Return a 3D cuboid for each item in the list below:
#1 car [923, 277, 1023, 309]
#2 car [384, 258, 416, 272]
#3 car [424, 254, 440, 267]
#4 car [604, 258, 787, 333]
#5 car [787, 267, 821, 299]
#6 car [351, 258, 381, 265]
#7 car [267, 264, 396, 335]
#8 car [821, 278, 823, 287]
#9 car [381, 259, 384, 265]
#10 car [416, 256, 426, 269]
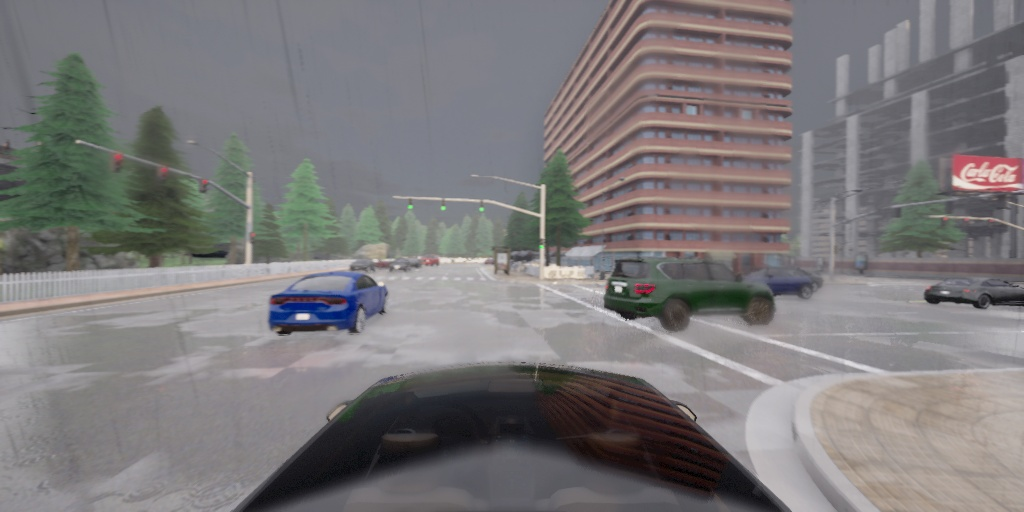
[{"bbox_3d":[22.105,1.695,16.916,4.181,1.385,1.994,1,0,-7],"label":"car"},{"bbox_3d":[-12.618,1.028,40.780,2.128,1.511,4.902,1,0,-7],"label":"car"},{"bbox_3d":[-13.852,0.728,60.552,2.150,2.045,5.566,1,0,5],"label":"car"},{"bbox_3d":[5.611,1.103,11.354,5.566,2.045,2.150,1,-1,-21],"label":"car"},{"bbox_3d":[13.633,1.353,19.504,4.553,1.767,2.097,1,0,-7],"label":"car"},{"bbox_3d":[-15.809,0.995,38.186,1.837,1.490,4.892,1,0,-7],"label":"car"},{"bbox_3d":[-4.905,1.176,10.319,1.882,1.535,5.008,1,0,-7],"label":"car"},{"bbox_3d":[17.698,1.565,23.550,4.892,1.490,1.837,1,0,-7],"label":"car"},{"bbox_3d":[-16.943,1.068,47.376,1.895,1.301,4.718,1,0,-7],"label":"car"},{"bbox_3d":[-13.762,0.991,50.196,1.882,1.535,5.008,1,0,-7],"label":"car"}]
